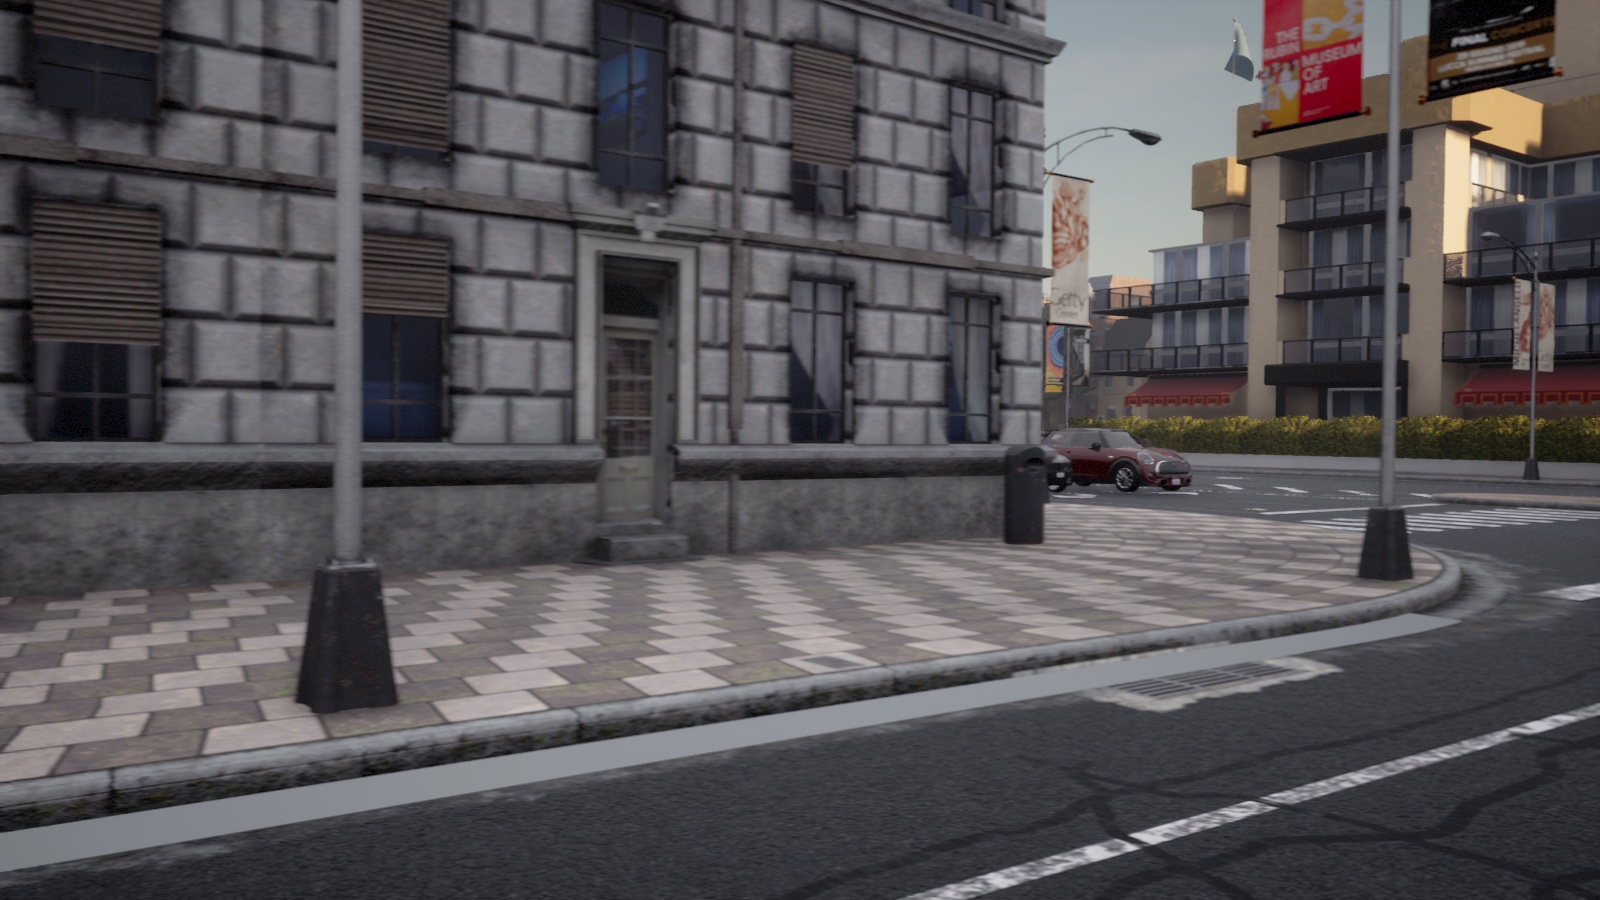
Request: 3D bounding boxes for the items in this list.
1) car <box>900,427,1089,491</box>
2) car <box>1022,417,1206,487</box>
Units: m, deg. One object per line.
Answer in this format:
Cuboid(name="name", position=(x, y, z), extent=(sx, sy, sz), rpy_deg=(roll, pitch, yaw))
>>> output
Cuboid(name="car", position=(5.014, 0.185, 33.006), extent=(1.882, 1.535, 5.008), rpy_deg=(-1, 1, -37))
Cuboid(name="car", position=(8.475, 0.009, 34.215), extent=(2.097, 1.767, 4.553), rpy_deg=(-1, 1, -37))
